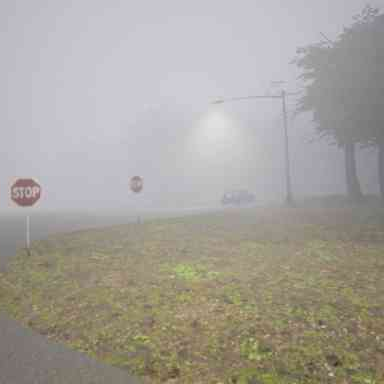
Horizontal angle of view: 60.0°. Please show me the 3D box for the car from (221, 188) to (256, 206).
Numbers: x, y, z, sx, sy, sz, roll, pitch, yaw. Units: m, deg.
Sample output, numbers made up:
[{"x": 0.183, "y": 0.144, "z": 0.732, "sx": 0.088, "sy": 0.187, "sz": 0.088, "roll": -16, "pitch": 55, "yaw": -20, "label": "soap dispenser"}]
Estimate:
[{"x": 4.844, "y": 0.455, "z": 34.082, "sx": 2.097, "sy": 1.767, "sz": 4.553, "roll": -4, "pitch": -1, "yaw": 34, "label": "car"}]

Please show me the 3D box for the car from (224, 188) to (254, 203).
[{"x": 7.151, "y": 0.453, "z": 49.883, "sx": 2.150, "sy": 2.045, "sz": 5.566, "roll": -4, "pitch": -1, "yaw": 34, "label": "car"}]
